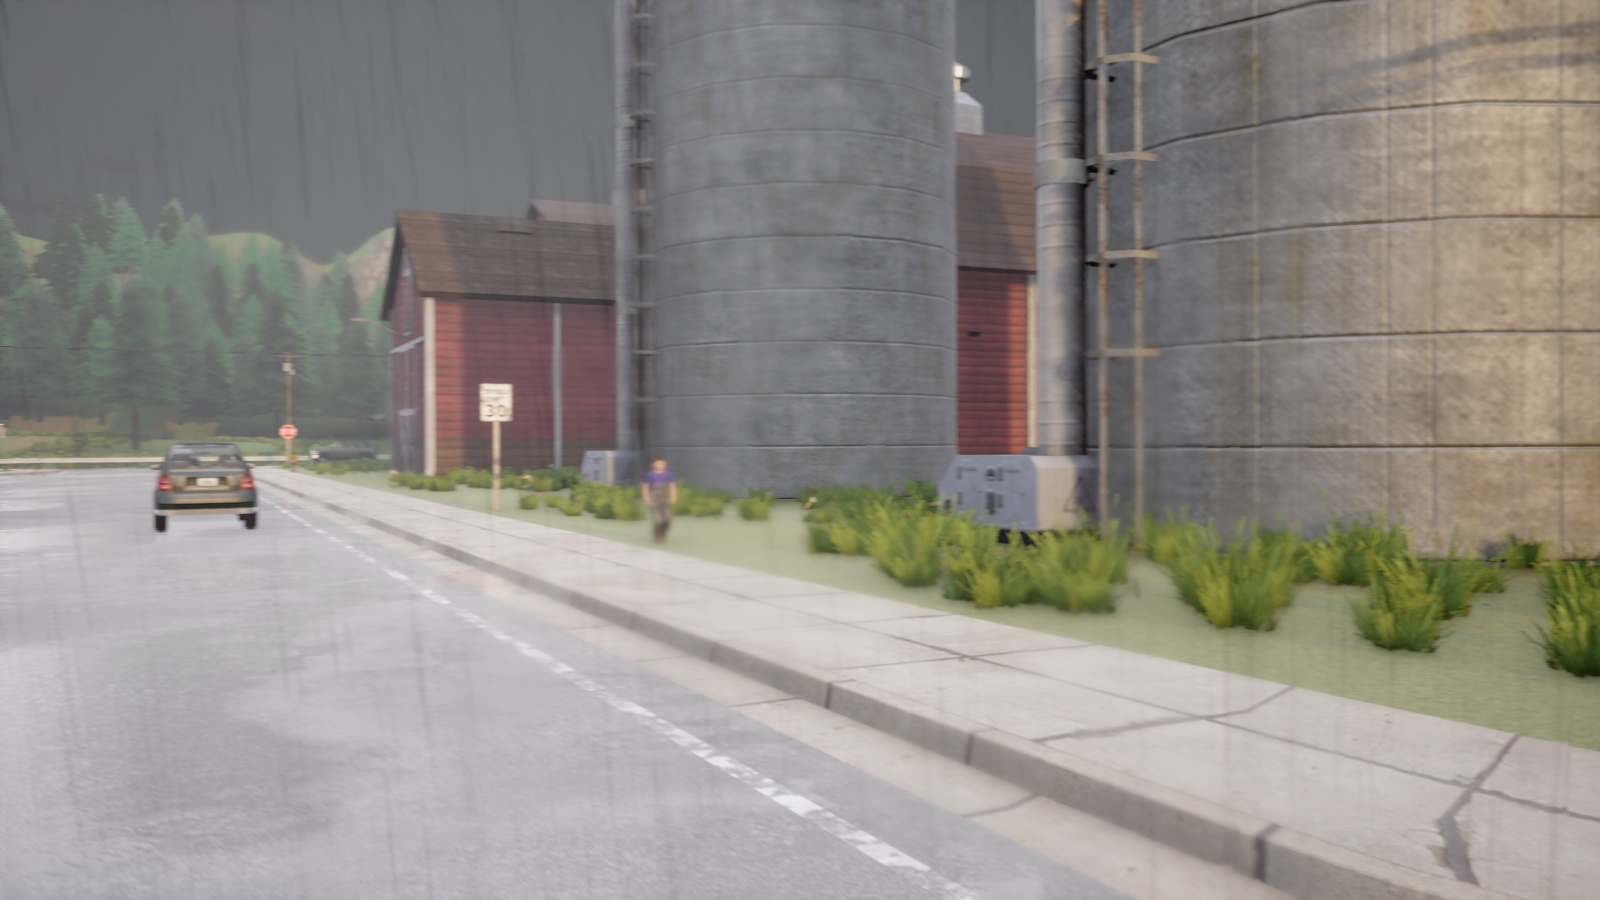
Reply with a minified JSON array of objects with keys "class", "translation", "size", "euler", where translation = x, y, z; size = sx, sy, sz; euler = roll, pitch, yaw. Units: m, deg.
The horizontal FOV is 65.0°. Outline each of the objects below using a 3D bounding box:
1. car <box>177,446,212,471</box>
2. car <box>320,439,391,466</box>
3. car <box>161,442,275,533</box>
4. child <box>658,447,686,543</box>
[{"class":"car","translation":[-35.453,0.467,73.591],"size":[1.812,1.442,4.674],"euler":[0,0,-25]},{"class":"car","translation":[-31.722,0.149,89.677],"size":[4.605,1.855,1.932],"euler":[0,0,-25]},{"class":"car","translation":[-10.870,0.627,23.397],"size":[1.789,1.549,3.705],"euler":[0,0,-26]},{"class":"child","translation":[-1.715,0.589,16.809],"size":[0.270,1.263,0.437],"euler":[0,0,-18]}]
